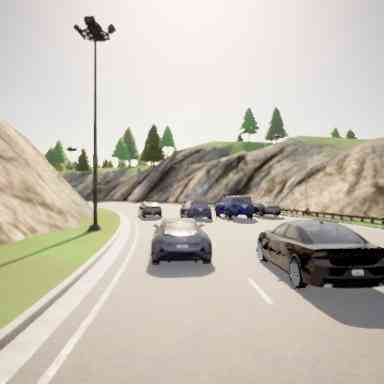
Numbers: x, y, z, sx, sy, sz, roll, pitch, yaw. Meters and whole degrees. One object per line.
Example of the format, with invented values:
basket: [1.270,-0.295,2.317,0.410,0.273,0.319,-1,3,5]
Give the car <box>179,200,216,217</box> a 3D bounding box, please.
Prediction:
car: [0.245,1.510,29.535,2.097,1.767,4.553,0,0,-13]

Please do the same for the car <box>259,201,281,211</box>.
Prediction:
car: [6.819,1.649,32.336,2.128,1.511,4.902,0,0,-14]

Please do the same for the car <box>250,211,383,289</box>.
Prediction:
car: [3.260,1.520,9.336,1.882,1.535,5.008,0,0,-4]

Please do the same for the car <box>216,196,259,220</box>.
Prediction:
car: [3.752,1.376,30.317,2.150,2.045,5.566,0,0,-13]

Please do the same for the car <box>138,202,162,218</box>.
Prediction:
car: [-4.144,1.676,32.342,2.128,1.511,4.902,0,0,-16]

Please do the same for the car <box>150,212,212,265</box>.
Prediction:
car: [-0.472,1.631,12.071,1.994,1.385,4.181,0,0,-5]
